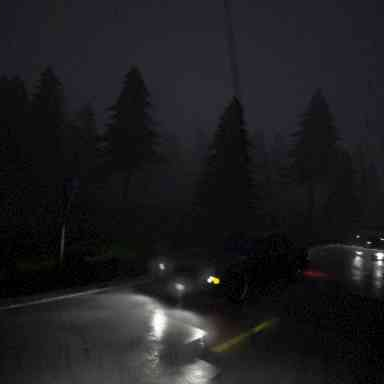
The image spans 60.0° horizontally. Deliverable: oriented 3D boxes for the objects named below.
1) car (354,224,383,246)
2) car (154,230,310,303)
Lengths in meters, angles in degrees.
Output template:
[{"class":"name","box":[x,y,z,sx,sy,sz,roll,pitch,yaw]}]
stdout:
[{"class":"car","box":[12.389,2.837,22.065,2.033,1.411,5.357,3,-2,40]},{"class":"car","box":[1.473,1.775,9.032,2.033,1.411,5.357,3,-2,40]}]
